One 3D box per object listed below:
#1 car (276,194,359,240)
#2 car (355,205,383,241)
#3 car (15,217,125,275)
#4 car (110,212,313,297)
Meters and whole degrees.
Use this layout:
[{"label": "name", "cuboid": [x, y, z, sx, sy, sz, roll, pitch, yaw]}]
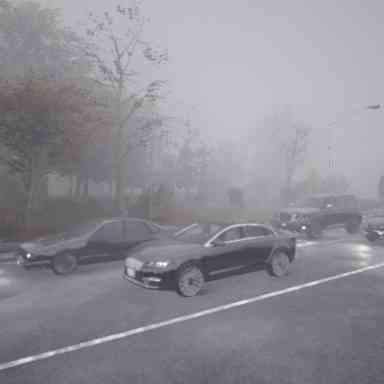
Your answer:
[{"label": "car", "cuboid": [6.553, 1.148, 17.154, 5.566, 2.045, 2.150, -1, 0, -35]}, {"label": "car", "cuboid": [9.716, 1.418, 15.110, 4.892, 1.490, 1.837, -1, 0, -36]}, {"label": "car", "cuboid": [-2.577, 1.544, 10.650, 5.357, 1.411, 2.033, 0, 0, -35]}, {"label": "car", "cuboid": [0.672, 1.484, 8.656, 4.902, 1.511, 2.128, 0, 0, -35]}]
